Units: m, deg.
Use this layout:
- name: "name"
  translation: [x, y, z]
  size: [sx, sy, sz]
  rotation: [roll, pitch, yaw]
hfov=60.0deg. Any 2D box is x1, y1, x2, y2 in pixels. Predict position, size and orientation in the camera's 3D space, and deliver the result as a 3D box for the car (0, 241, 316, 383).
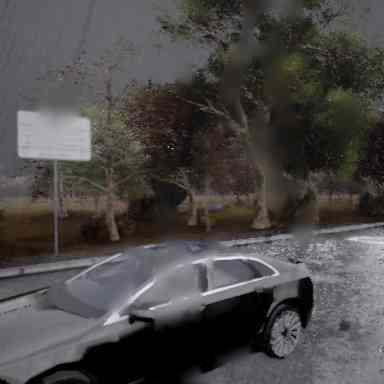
- name: "car"
  translation: [-0.415, 1.479, 4.314]
  size: [4.902, 1.511, 2.128]
  rotation: [0, 0, -36]
